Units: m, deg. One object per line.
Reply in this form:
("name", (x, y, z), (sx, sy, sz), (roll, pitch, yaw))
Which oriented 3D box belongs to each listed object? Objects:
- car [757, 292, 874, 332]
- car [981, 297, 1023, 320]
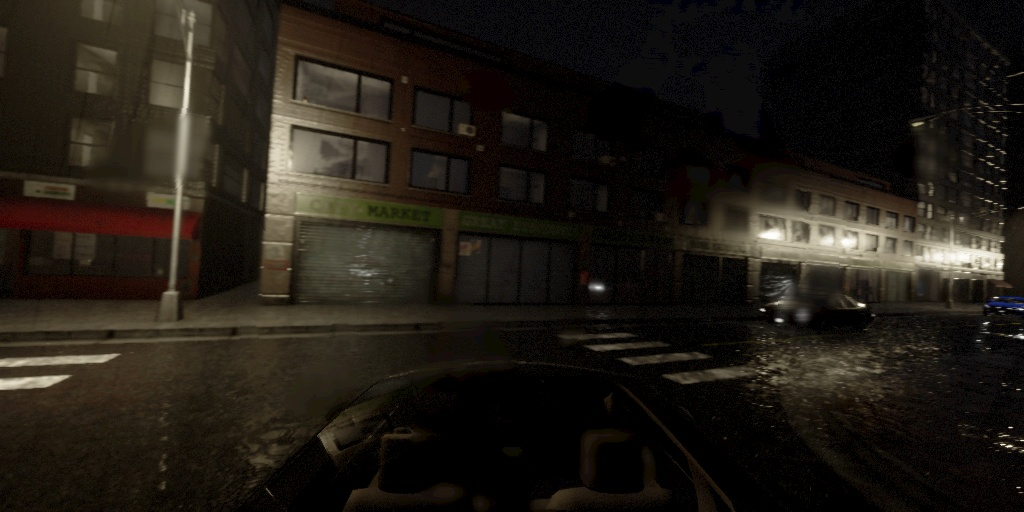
("car", (12.615, 2.210, 14.766), (5.357, 1.411, 2.033), (4, -1, -25))
("car", (35.261, 3.611, 25.211), (4.674, 1.442, 1.812), (4, -1, -24))
